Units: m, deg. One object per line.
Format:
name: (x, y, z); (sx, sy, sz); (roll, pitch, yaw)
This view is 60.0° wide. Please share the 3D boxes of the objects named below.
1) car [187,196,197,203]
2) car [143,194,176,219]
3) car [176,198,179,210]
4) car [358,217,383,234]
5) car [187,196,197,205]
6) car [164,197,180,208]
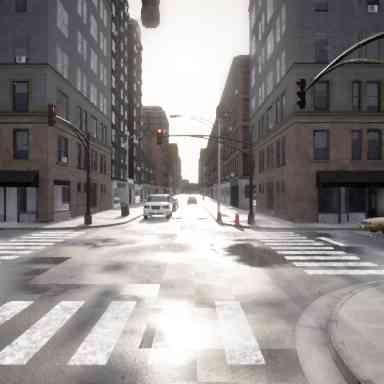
car: (-0.006, 1.571, 70.069); (1.895, 1.301, 4.718); (0, 0, 0)
car: (-2.894, 1.218, 29.207); (2.150, 2.045, 5.566); (0, 0, 0)
car: (-2.904, 1.345, 39.472); (2.097, 1.767, 4.553); (0, 0, 0)
car: (11.606, 1.555, 17.912); (4.829, 1.417, 1.752); (0, 0, 0)
car: (0.003, 1.527, 59.694); (2.033, 1.411, 5.357); (0, 0, 0)
car: (-2.919, 1.534, 49.754); (2.033, 1.411, 5.357); (0, 0, 0)
